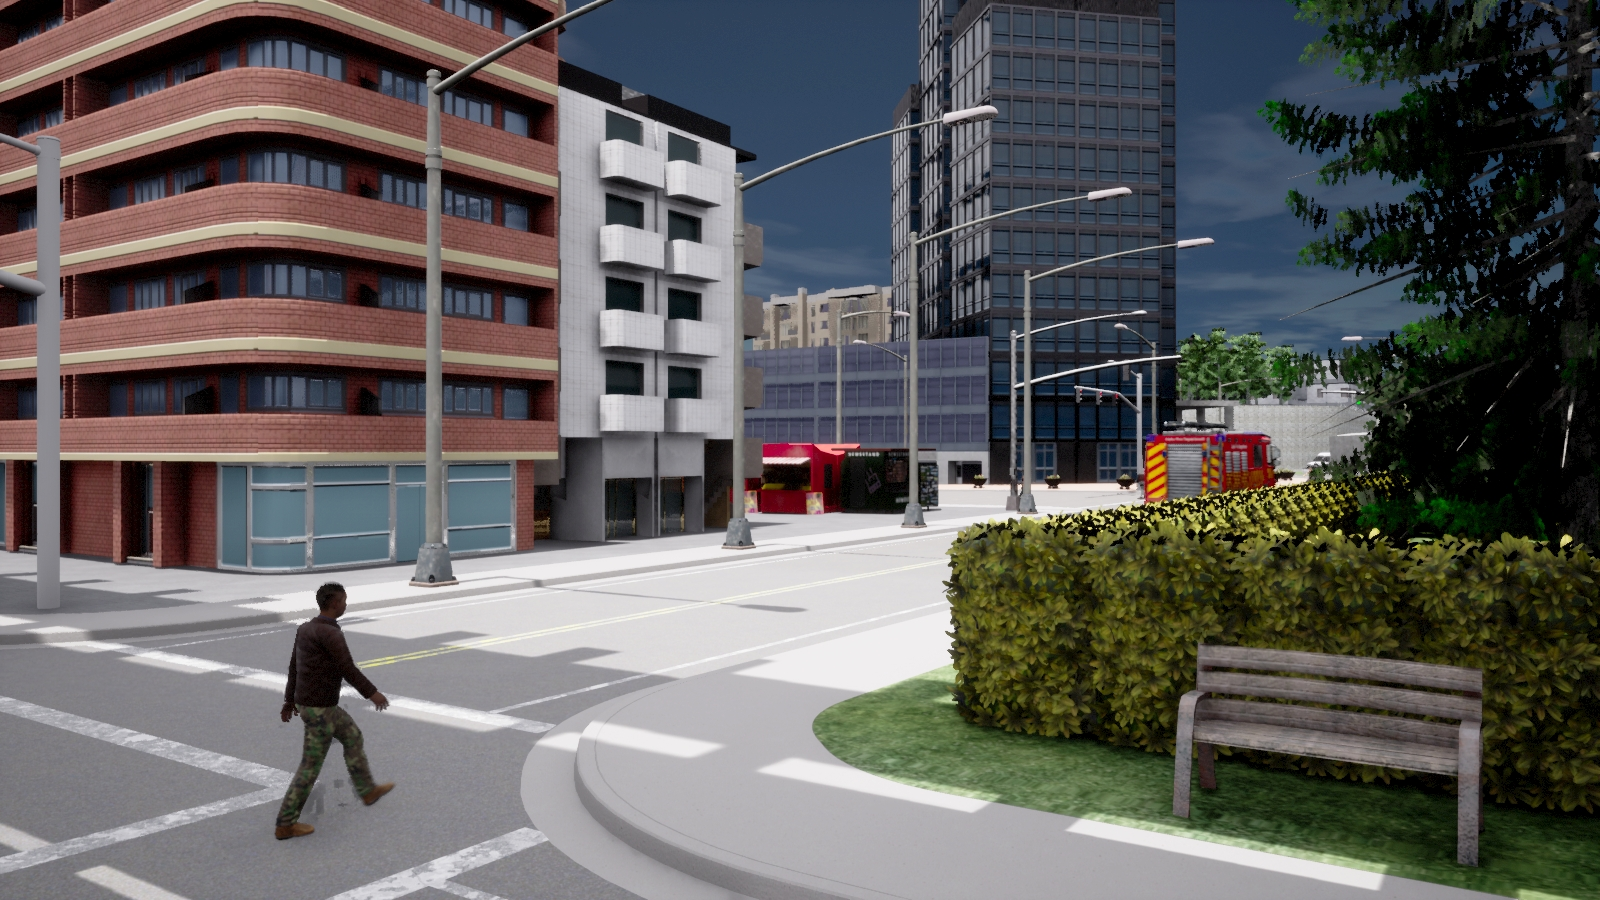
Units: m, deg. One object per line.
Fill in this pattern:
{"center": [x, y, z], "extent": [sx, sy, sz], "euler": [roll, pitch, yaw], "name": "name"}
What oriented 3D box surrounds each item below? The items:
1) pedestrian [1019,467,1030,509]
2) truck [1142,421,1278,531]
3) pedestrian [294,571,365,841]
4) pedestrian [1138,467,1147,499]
{"center": [10.141, 1.720, 51.606], "extent": [0.375, 1.860, 0.375], "euler": [0, 0, 40], "name": "pedestrian"}
{"center": [15.866, 0.891, 43.732], "extent": [2.891, 3.827, 8.468], "euler": [0, 0, 34], "name": "truck"}
{"center": [-3.455, 1.848, 8.389], "extent": [0.375, 1.860, 0.375], "euler": [0, 0, -44], "name": "pedestrian"}
{"center": [19.648, 1.891, 65.509], "extent": [0.375, 1.860, 0.375], "euler": [0, 0, 33], "name": "pedestrian"}
